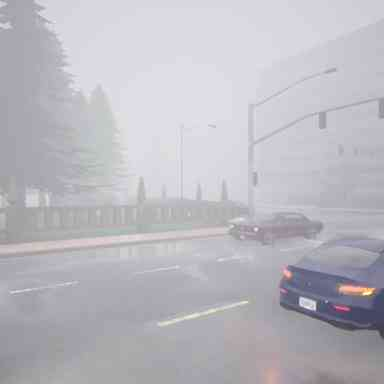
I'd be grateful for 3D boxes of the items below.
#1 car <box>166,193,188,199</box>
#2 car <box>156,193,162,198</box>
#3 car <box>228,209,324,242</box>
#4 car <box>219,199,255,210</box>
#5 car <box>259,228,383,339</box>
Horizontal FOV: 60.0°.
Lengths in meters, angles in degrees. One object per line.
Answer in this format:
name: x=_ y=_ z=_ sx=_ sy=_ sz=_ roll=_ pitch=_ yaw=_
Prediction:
car: x=-1.290 y=1.296 z=39.328 sx=2.097 sy=1.767 sz=4.553 roll=0 pitch=0 yaw=-26
car: x=-5.497 y=1.168 z=65.637 sx=2.150 sy=2.045 sz=5.566 roll=0 pitch=0 yaw=9
car: x=3.937 y=1.601 z=15.371 sx=4.718 sy=1.301 sz=1.895 roll=0 pitch=0 yaw=-35
car: x=3.735 y=1.422 z=30.820 sx=1.882 sy=1.535 sz=5.008 roll=0 pitch=0 yaw=-32
car: x=3.638 y=1.526 z=6.363 sx=4.674 sy=1.442 sz=1.812 roll=0 pitch=0 yaw=-35
